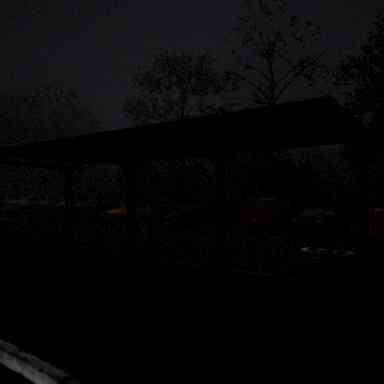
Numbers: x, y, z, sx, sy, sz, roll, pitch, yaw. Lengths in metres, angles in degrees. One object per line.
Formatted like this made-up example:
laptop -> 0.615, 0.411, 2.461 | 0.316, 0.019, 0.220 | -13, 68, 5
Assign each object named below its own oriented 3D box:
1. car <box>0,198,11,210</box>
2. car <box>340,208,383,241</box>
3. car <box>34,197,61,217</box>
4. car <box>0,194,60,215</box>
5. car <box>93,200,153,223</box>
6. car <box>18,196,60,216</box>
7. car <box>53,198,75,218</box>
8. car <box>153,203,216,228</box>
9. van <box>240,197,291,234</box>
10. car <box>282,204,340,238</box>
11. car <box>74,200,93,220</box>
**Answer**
car -> -24.976, 1.479, 40.291 | 2.163, 1.488, 4.792 | 0, 0, 35
car -> 9.027, 1.507, 16.266 | 2.097, 1.535, 5.008 | 0, 0, 35
car -> -11.360, 1.480, 30.702 | 2.097, 1.535, 5.008 | 0, 0, 35
car -> -15.912, 1.223, 33.880 | 2.435, 2.045, 5.566 | 0, 0, 35
car -> -4.674, 1.486, 25.737 | 1.946, 1.575, 5.366 | 0, 0, 35
car -> -13.627, 1.477, 32.305 | 2.097, 1.535, 5.008 | 0, 0, 35
car -> -9.094, 1.484, 29.100 | 2.231, 1.521, 4.892 | 0, 0, 35
car -> -0.051, 1.524, 22.659 | 2.163, 1.488, 4.792 | 0, 0, 35
van -> 4.565, 1.275, 19.572 | 1.878, 1.987, 4.442 | 0, 0, 35
car -> 6.760, 1.544, 17.872 | 2.002, 1.452, 4.674 | 0, 0, 35
car -> -6.815, 1.515, 27.516 | 2.163, 1.488, 4.792 | 0, 0, 35
